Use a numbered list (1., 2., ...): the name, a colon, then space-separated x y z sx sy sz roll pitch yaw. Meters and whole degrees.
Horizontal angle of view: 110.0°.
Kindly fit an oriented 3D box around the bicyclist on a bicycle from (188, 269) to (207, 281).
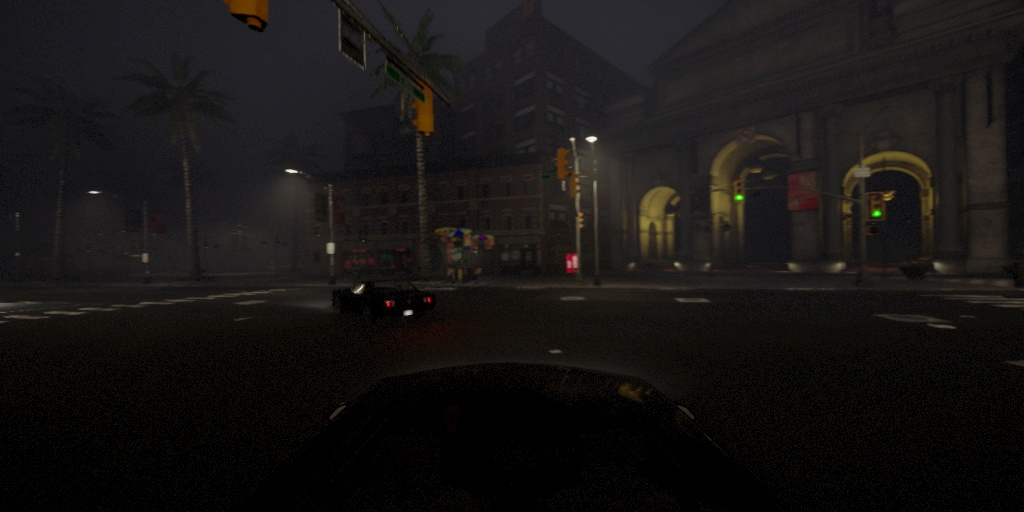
1. bicyclist on a bicycle: -29.650 1.639 33.798 0.582 1.620 1.656 -1 0 17

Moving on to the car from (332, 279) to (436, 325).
1. car: -4.612 1.441 12.378 1.895 1.301 4.718 -1 0 -43
